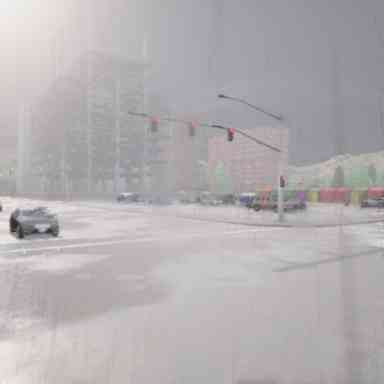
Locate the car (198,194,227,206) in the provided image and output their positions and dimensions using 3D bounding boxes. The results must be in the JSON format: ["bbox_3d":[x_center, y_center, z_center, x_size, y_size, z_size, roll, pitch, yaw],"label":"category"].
[{"bbox_3d":[3.250,1.562,53.511,1.970,1.475,3.806,0,0,-35],"label":"car"}]

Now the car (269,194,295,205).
[{"bbox_3d":[17.047,1.400,63.267,1.932,1.855,4.605,0,0,-35],"label":"car"}]

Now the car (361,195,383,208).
[{"bbox_3d":[27.103,1.400,48.920,1.905,1.878,3.866,0,0,-35],"label":"car"}]

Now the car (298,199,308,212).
[{"bbox_3d":[11.042,1.306,37.646,1.905,1.878,3.866,0,0,-35],"label":"car"}]

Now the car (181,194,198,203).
[{"bbox_3d":[-0.676,1.592,69.193,1.970,1.475,3.806,0,0,-35],"label":"car"}]

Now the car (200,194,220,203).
[{"bbox_3d":[3.868,1.377,72.430,1.932,1.855,4.605,0,0,-35],"label":"car"}]

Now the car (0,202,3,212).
[{"bbox_3d":[-22.913,1.490,38.193,1.812,1.442,4.674,0,0,-35],"label":"car"}]

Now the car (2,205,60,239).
[{"bbox_3d":[-8.400,1.513,17.597,2.128,1.511,4.902,0,0,-35],"label":"car"}]

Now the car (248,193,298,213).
[{"bbox_3d":[8.639,1.290,36.032,1.932,1.855,4.605,0,0,-35],"label":"car"}]

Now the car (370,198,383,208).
[{"bbox_3d":[29.481,1.653,50.570,1.970,1.475,3.806,0,0,-35],"label":"car"}]

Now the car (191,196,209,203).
[{"bbox_3d":[1.697,1.575,70.851,1.784,1.438,3.905,0,0,-35],"label":"car"}]

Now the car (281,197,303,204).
[{"bbox_3d":[19.457,1.624,64.874,1.784,1.438,3.905,0,0,-35],"label":"car"}]
